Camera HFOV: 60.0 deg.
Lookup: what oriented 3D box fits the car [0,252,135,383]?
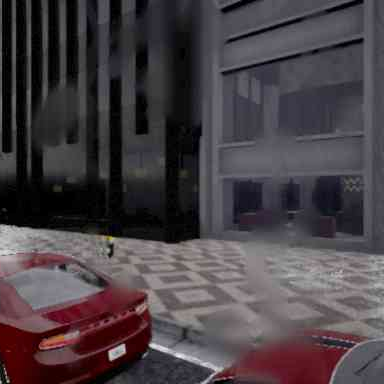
[{"bbox_3d":[-2.608,1.566,4.818,4.507,1.381,1.887,0,0,35],"label":"car"}]

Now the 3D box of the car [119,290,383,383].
[{"bbox_3d":[1.809,1.438,1.669,4.097,1.590,1.967,0,0,35],"label":"car"}]
